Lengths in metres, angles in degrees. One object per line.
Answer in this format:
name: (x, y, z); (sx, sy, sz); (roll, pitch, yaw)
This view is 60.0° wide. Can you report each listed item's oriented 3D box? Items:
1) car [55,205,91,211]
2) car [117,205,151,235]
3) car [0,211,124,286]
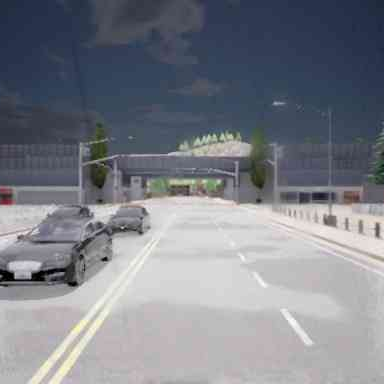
car: (-7.003, 1.565, 19.188); (1.837, 1.490, 4.892); (0, 0, 0)
car: (-3.503, 1.564, 19.188); (1.837, 1.490, 4.892); (0, 0, 0)
car: (-3.590, 1.514, 9.511); (2.128, 1.511, 4.902); (0, 0, 0)
